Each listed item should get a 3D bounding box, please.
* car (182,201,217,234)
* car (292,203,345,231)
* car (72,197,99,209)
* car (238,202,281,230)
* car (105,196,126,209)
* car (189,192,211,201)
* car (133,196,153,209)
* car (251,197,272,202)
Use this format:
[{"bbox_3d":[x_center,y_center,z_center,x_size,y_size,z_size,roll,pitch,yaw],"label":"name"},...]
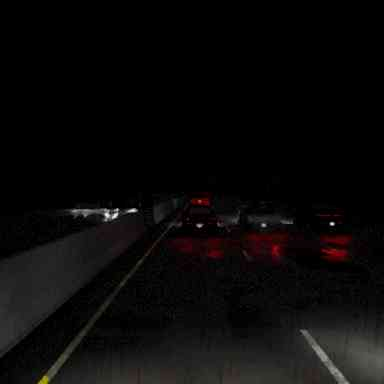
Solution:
[{"bbox_3d":[0.417,1.441,18.509,1.812,1.442,4.674,0,0,1],"label":"car"},{"bbox_3d":[7.468,1.416,19.997,1.837,1.490,4.892,0,0,1],"label":"car"},{"bbox_3d":[-13.192,1.355,41.714,2.033,1.411,5.357,0,0,2],"label":"car"},{"bbox_3d":[3.974,1.509,20.381,1.895,1.301,4.718,0,0,1],"label":"car"},{"bbox_3d":[-9.674,1.297,42.310,2.128,1.511,4.902,0,0,2],"label":"car"},{"bbox_3d":[0.896,1.054,36.958,2.150,2.045,5.566,0,0,2],"label":"car"},{"bbox_3d":[-6.176,1.298,42.241,2.128,1.511,4.902,0,0,2],"label":"car"},{"bbox_3d":[7.906,1.322,37.749,2.128,1.511,4.902,0,0,1],"label":"car"}]
